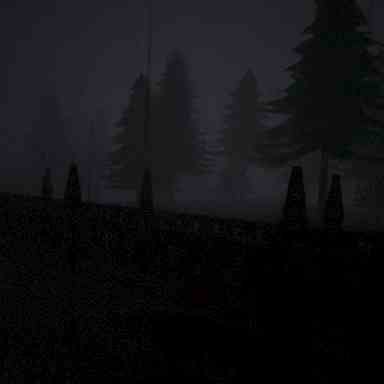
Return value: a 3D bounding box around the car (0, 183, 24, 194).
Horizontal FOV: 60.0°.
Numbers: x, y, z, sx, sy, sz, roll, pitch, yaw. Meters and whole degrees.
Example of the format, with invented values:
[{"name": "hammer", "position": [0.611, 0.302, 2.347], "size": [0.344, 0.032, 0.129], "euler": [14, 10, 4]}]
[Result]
[{"name": "car", "position": [-20.909, -0.220, 36.182], "size": [2.128, 1.511, 4.902], "euler": [4, 2, 37]}]
